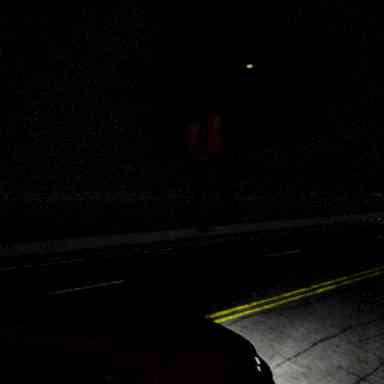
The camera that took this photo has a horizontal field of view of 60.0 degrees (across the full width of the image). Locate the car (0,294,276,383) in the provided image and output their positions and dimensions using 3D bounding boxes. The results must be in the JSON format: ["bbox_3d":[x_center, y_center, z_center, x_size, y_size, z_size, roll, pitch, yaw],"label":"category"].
[{"bbox_3d":[-1.283,1.562,2.525,4.181,1.385,1.994,0,0,-36],"label":"car"}]
